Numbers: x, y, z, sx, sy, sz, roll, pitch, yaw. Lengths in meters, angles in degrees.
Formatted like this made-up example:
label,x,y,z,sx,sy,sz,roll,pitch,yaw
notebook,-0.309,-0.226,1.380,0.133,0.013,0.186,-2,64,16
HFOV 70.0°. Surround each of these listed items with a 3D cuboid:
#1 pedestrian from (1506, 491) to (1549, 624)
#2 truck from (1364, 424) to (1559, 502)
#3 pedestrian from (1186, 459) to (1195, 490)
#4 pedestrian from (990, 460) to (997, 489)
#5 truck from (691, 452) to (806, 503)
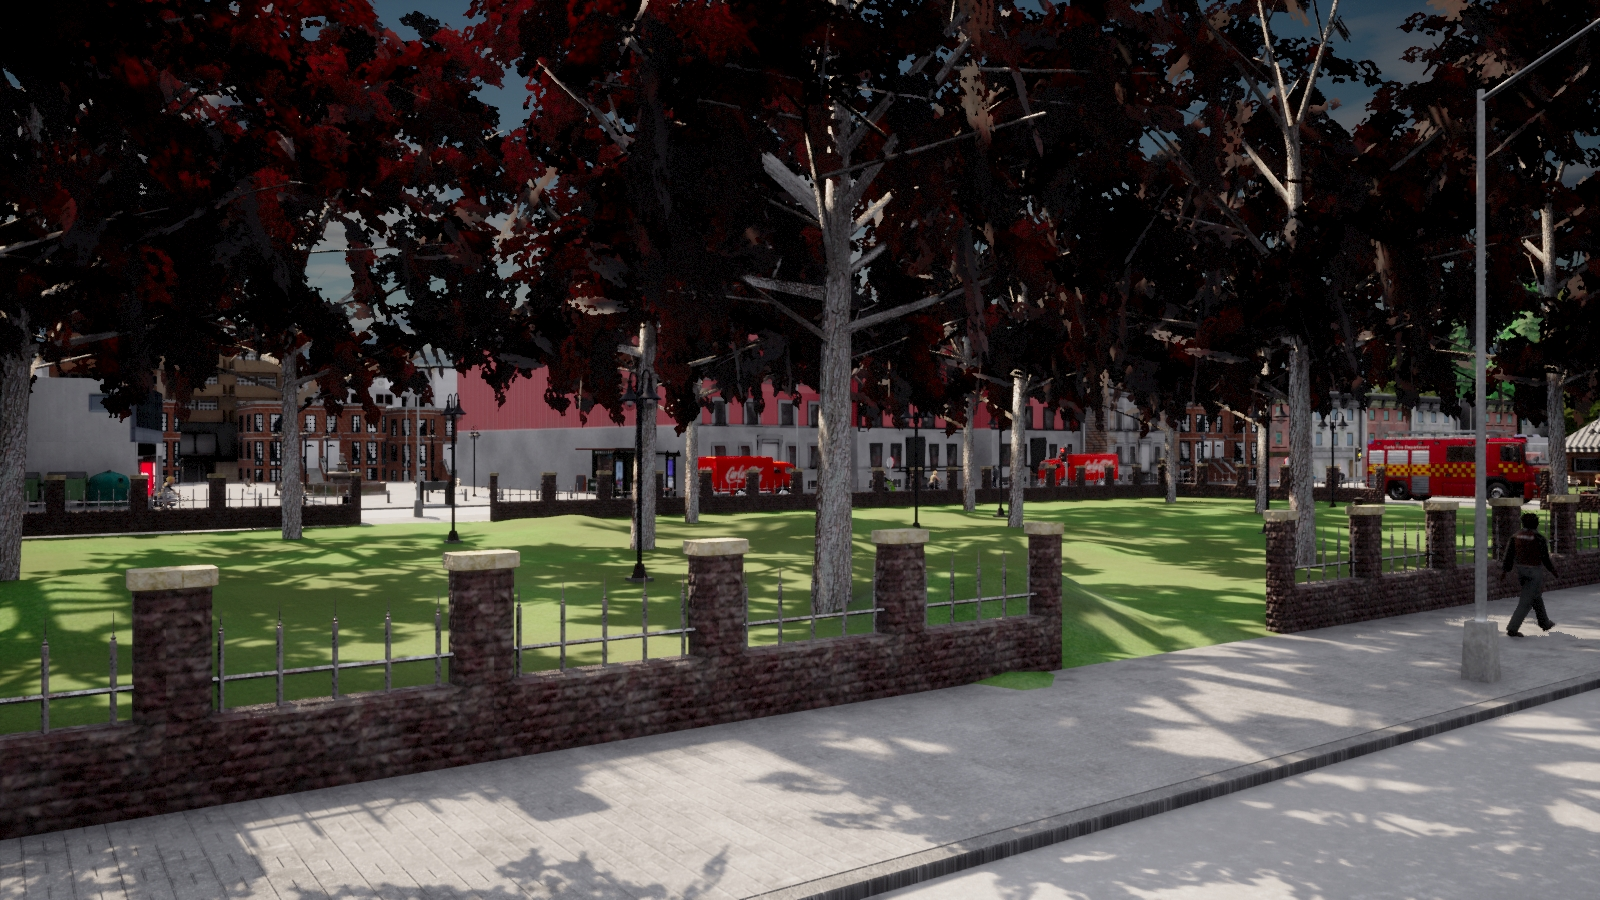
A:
label,x,y,z,sx,sy,sz,roll,pitch,yaw
pedestrian,10.378,1.517,16.300,0.375,1.860,0.375,0,0,-25
truck,34.631,0.645,60.204,2.891,3.827,8.468,0,0,-34
pedestrian,23.588,1.500,69.043,0.375,1.860,0.375,0,0,-8
pedestrian,12.614,1.607,74.426,0.375,1.860,0.375,0,0,26
truck,-2.582,1.335,57.891,5.204,2.467,2.627,0,0,-35
